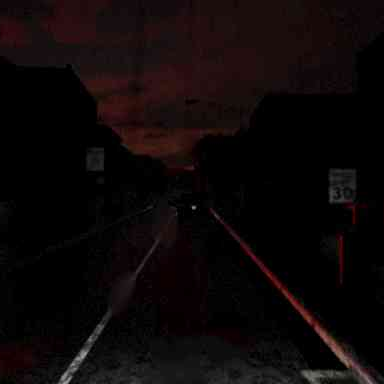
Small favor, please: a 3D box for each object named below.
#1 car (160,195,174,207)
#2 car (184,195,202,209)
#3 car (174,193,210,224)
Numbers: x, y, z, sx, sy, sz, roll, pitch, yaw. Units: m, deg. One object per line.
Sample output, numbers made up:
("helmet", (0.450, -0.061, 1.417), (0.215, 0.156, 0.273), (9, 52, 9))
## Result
("car", (-3.175, 1.162, 44.462), (1.882, 1.535, 5.008), (0, 1, 0))
("car", (0.118, 1.207, 41.784), (2.128, 1.511, 4.902), (0, 1, 0))
("car", (0.109, 1.073, 23.485), (2.150, 2.045, 5.566), (0, 0, 0))
